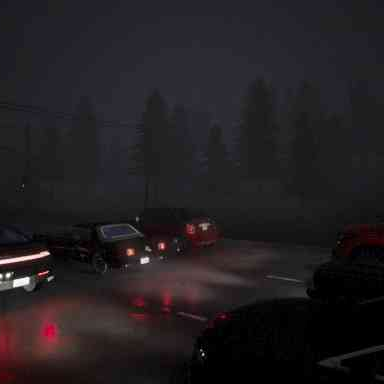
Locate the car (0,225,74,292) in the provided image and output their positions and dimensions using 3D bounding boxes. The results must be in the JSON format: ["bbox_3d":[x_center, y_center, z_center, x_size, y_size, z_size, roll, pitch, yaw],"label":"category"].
[{"bbox_3d":[-5.205,1.492,7.698,4.902,1.511,2.128,0,0,35],"label":"car"}]

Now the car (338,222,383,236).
[{"bbox_3d":[6.413,1.221,8.020,5.566,2.045,2.150,0,0,35],"label":"car"}]

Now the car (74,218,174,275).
[{"bbox_3d":[-3.076,1.601,10.474,4.718,1.301,1.895,0,0,37],"label":"car"}]

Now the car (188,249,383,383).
[{"bbox_3d":[2.199,1.492,2.408,4.902,1.511,2.128,0,0,36],"label":"car"}]

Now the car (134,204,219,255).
[{"bbox_3d":[-1.256,1.352,13.480,4.553,1.767,2.097,0,0,36],"label":"car"}]

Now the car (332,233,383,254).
[{"bbox_3d":[4.353,1.601,5.191,4.718,1.301,1.895,0,0,35],"label":"car"}]
